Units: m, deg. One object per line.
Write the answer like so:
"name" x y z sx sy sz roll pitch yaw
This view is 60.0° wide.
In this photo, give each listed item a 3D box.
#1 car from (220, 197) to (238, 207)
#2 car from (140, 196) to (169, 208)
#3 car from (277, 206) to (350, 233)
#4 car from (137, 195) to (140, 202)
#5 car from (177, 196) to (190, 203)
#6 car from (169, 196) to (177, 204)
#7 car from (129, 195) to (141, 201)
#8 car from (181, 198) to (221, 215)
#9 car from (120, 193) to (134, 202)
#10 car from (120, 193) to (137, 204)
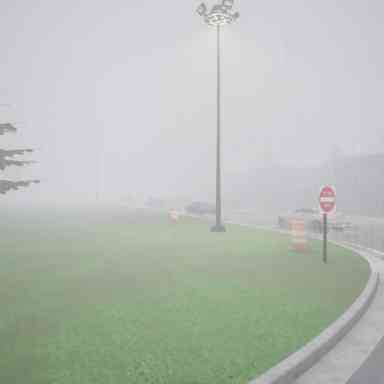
"car" 5.087 1.478 50.263 1.882 1.535 5.008 0 -1 -23
"car" -5.515 1.492 48.315 2.128 1.511 4.902 0 0 -23
"car" 6.999 1.526 19.529 1.812 1.442 4.674 0 0 -24
"car" -11.685 1.478 71.039 1.882 1.535 5.008 0 0 -23
"car" -1.608 1.505 65.416 1.837 1.490 4.892 0 0 -23
"car" -5.043 1.526 64.538 1.812 1.442 4.674 0 0 -23
"car" -15.072 1.595 87.609 1.895 1.301 4.718 0 0 -23
"car" 0.811 1.565 33.764 1.994 1.385 4.181 0 0 -23
"car" -15.820 1.225 80.552 2.150 2.045 5.566 0 0 -23
"car" -12.998 1.491 65.531 2.128 1.511 4.902 0 0 -23
